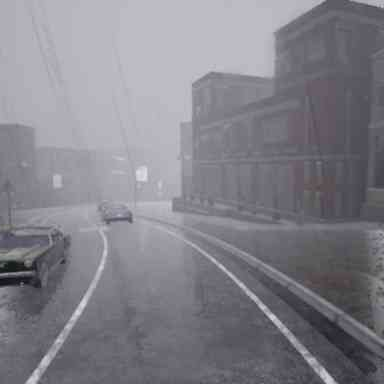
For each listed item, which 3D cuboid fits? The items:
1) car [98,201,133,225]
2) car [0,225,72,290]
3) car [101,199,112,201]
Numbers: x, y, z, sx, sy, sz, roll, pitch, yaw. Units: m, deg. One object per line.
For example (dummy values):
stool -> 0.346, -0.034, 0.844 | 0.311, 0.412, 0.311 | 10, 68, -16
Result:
car -> -5.791, 1.618, 25.365 | 1.994, 1.385, 4.181 | -2, 0, -20
car -> -4.670, 1.665, 9.226 | 1.895, 1.301, 4.718 | -1, 0, -11
car -> -10.785, 1.670, 42.082 | 2.128, 1.511, 4.902 | -1, 0, -11
